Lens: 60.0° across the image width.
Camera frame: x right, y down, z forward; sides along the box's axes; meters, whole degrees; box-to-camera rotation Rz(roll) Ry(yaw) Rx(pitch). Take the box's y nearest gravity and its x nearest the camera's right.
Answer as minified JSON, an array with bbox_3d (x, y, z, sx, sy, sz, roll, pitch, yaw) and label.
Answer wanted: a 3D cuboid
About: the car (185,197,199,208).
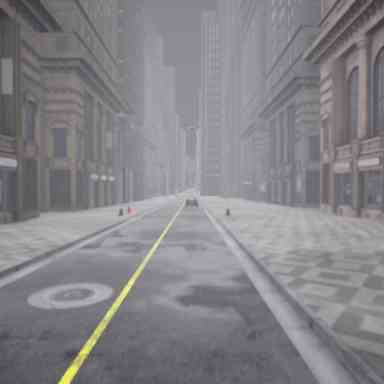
[{"bbox_3d":[-0.021,1.437,48.254,1.882,1.535,5.008,0,0,0],"label":"car"}]

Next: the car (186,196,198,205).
[{"bbox_3d":[-0.026,1.499,58.676,2.033,1.411,5.357,0,0,0],"label":"car"}]
